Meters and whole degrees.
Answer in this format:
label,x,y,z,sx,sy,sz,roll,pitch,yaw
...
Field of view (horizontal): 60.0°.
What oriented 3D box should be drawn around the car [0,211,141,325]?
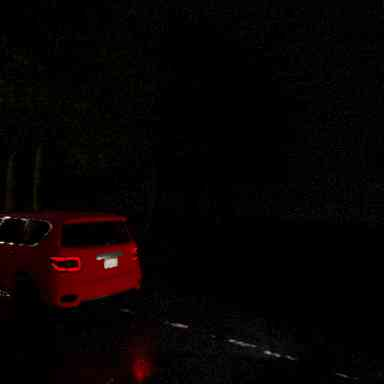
label,x,y,z,sx,sy,sz,roll,pitch,yaw
car,-3.666,1.455,7.860,5.566,2.045,2.150,-1,-2,37
